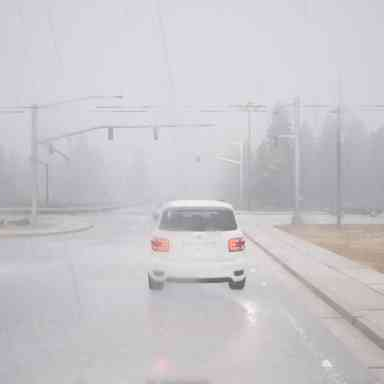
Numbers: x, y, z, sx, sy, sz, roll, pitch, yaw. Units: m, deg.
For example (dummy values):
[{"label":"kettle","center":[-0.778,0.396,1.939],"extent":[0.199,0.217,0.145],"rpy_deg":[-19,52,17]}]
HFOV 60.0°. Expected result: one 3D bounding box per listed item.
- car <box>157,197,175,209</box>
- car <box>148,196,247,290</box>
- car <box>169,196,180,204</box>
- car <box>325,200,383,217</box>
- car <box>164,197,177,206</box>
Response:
[{"label":"car","center":[-3.589,1.492,46.178],"extent":[2.128,1.511,4.902],"rpy_deg":[0,0,0]},{"label":"car","center":[0.066,1.218,9.220],"extent":[2.150,2.045,5.566],"rpy_deg":[0,0,-2]},{"label":"car","center":[-3.438,1.564,65.885],"extent":[1.994,1.385,4.181],"rpy_deg":[0,0,1]},{"label":"car","center":[14.897,1.518,30.628],"extent":[4.902,1.511,2.128],"rpy_deg":[0,0,1]},{"label":"car","center":[-3.564,1.564,56.019],"extent":[1.994,1.385,4.181],"rpy_deg":[0,0,0]}]
